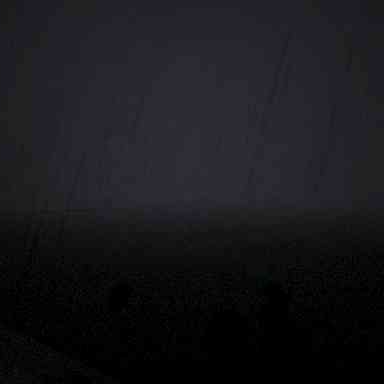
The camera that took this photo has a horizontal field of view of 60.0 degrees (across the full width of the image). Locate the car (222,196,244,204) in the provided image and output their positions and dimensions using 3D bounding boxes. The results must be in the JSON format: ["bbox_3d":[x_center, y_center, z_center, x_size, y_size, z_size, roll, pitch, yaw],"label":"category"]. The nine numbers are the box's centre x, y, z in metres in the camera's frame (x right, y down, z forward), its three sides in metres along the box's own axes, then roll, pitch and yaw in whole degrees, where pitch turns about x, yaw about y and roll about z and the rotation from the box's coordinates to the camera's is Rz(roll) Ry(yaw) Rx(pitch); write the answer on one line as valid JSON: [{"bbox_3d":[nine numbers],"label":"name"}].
[{"bbox_3d":[7.995,1.601,62.230,1.895,1.301,4.718,0,0,35],"label":"car"}]

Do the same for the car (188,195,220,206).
[{"bbox_3d":[2.031,1.478,53.612,1.882,1.535,5.008,0,0,35],"label":"car"}]

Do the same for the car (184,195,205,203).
[{"bbox_3d":[0.580,1.477,69.777,1.882,1.535,5.008,0,0,35],"label":"car"}]

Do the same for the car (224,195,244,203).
[{"bbox_3d":[8.873,1.490,69.426,2.128,1.511,4.902,0,0,35],"label":"car"}]

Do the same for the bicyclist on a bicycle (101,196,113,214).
[{"bbox_3d":[-8.025,1.156,31.722,1.656,1.620,0.582,33,17,27],"label":"bicyclist on a bicycle"}]

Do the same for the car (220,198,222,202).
[{"bbox_3d":[4.674,1.477,69.526,1.882,1.535,5.008,0,0,35],"label":"car"}]

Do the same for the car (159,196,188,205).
[{"bbox_3d":[-2.997,1.478,58.540,1.882,1.535,5.008,0,0,35],"label":"car"}]

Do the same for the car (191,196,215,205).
[{"bbox_3d":[1.979,1.478,59.552,1.882,1.535,5.008,0,0,35],"label":"car"}]

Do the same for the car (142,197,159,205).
[{"bbox_3d":[-6.966,1.564,58.969,1.994,1.385,4.181,0,0,35],"label":"car"}]
